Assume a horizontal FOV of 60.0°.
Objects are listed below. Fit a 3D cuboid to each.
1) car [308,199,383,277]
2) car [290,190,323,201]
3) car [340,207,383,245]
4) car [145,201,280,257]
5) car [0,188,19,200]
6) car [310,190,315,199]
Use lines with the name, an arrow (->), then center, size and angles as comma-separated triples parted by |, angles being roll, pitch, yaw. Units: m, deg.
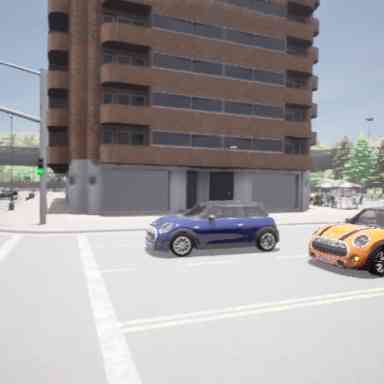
car -> 5.709, 1.215, 9.728 | 4.553, 1.767, 2.097 | 0, 1, -21
car -> 18.390, 0.528, 53.620 | 1.882, 1.535, 5.008 | 0, 1, -29
car -> 9.133, 1.404, 14.763 | 4.718, 1.301, 1.895 | 0, 1, -21
car -> 0.708, 1.106, 11.629 | 4.553, 1.767, 2.097 | 0, 1, -19
car -> -24.572, 0.195, 44.925 | 2.128, 1.511, 4.902 | 0, 1, -21
car -> 16.865, 0.482, 48.887 | 2.097, 1.767, 4.553 | 0, 1, -25
